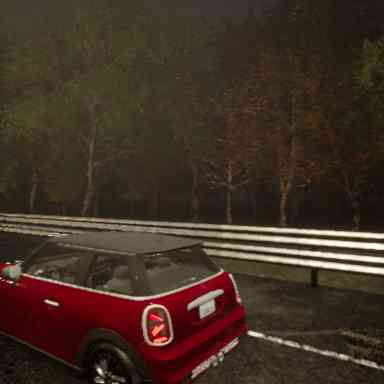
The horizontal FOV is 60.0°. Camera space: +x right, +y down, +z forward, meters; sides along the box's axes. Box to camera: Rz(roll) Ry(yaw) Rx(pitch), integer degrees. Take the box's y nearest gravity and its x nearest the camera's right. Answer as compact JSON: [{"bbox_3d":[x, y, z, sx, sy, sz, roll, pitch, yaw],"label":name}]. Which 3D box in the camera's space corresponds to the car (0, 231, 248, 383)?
[{"bbox_3d":[-1.542,1.397,5.110,4.553,1.767,2.097,-1,0,36],"label":"car"}]
